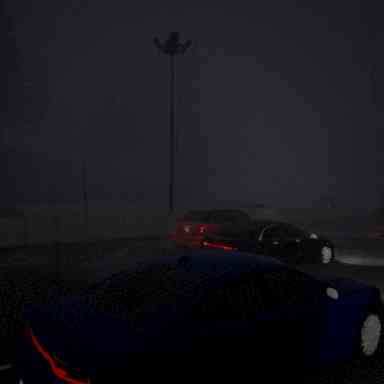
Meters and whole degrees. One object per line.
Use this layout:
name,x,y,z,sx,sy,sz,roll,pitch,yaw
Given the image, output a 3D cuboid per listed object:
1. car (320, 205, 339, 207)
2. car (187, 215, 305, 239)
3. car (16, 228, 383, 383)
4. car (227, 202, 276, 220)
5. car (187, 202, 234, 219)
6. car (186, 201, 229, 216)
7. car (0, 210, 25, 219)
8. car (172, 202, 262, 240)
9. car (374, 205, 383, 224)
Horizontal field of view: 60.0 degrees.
car,21.734,1.706,53.118,2.150,2.045,5.566,0,0,41
car,2.435,1.587,10.087,4.892,1.490,1.837,1,0,-38
car,0.575,1.510,4.288,5.008,1.535,1.882,1,0,-36
car,5.636,1.724,31.293,5.008,1.535,1.882,1,0,-43
car,1.829,1.760,32.561,4.674,1.442,1.812,0,0,-42
car,1.801,1.770,37.282,4.892,1.490,1.837,1,0,-43
car,-15.939,1.661,27.117,4.181,1.385,1.994,1,0,-37
car,1.494,1.455,13.789,4.553,1.767,2.097,1,-1,-38
car,16.231,1.764,26.593,4.902,1.511,2.128,1,-1,-43
